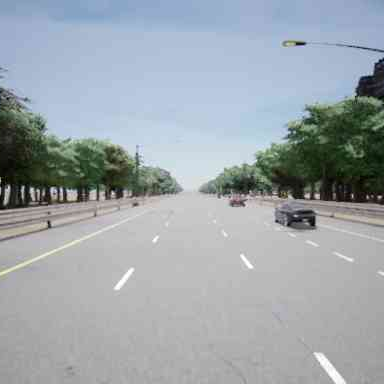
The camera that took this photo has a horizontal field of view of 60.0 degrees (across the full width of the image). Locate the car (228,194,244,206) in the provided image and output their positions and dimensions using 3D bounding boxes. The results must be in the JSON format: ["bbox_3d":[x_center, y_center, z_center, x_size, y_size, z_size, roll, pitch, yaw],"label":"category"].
[{"bbox_3d":[7.051,1.362,53.301,2.097,1.767,4.553,0,0,0],"label":"car"}]

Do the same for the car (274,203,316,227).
[{"bbox_3d":[7.018,1.512,23.023,1.837,1.490,4.892,0,0,0],"label":"car"}]
